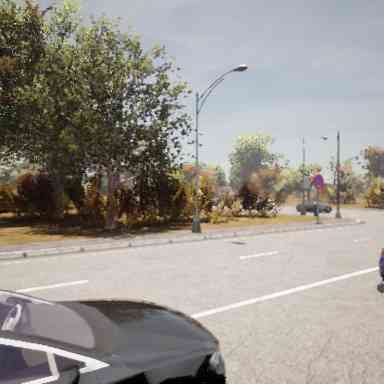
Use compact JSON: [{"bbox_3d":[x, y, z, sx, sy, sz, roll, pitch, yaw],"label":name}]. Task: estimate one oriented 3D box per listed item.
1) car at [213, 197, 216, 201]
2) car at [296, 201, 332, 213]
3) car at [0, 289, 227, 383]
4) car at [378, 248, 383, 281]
[{"bbox_3d":[3.721,1.639,56.137,1.812,1.442,4.674,0,0,-32],"label":"car"},{"bbox_3d":[14.371,1.739,39.329,1.994,1.385,4.181,0,0,-32],"label":"car"},{"bbox_3d":[-1.901,1.490,2.390,4.902,1.511,2.128,0,0,-36],"label":"car"},{"bbox_3d":[6.482,1.577,8.391,4.674,1.442,1.812,0,0,-36],"label":"car"}]
